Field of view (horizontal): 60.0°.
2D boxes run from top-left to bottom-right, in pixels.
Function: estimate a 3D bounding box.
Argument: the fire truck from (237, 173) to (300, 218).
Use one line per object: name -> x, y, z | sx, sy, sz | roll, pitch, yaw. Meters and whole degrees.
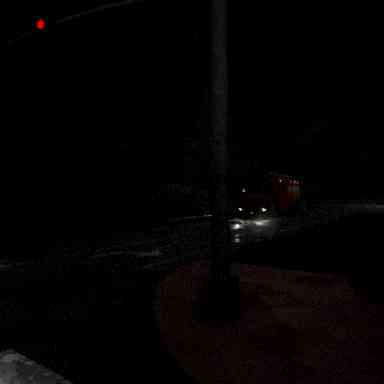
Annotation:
fire truck -> 7.349, 0.290, 30.891 | 2.891, 3.827, 8.468 | -1, 0, 35
